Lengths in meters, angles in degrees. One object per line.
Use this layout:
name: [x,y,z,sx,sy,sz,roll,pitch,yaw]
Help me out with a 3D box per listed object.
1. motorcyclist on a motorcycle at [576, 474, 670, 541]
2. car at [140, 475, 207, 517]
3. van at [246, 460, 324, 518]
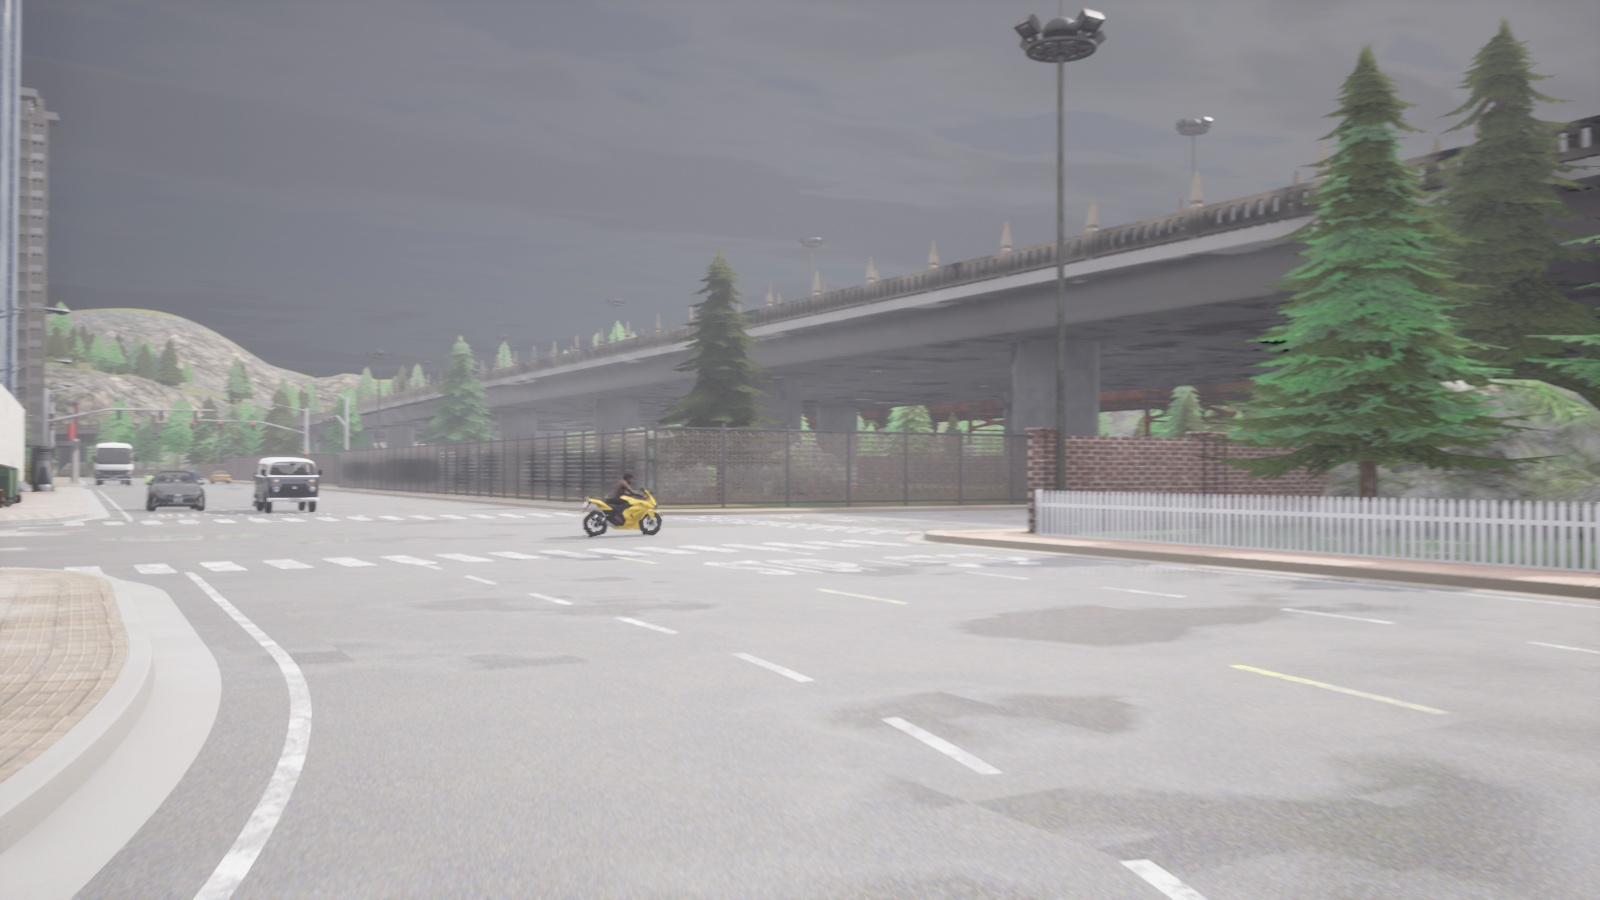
motorcyclist on a motorcycle: [-4.195,1.338,29.821,2.044,1.523,0.797,0,-1,-30]
car: [-23.891,1.703,47.813,2.007,1.525,4.514,0,-1,-30]
van: [-19.168,1.433,46.642,2.069,2.038,4.480,0,-1,-30]
